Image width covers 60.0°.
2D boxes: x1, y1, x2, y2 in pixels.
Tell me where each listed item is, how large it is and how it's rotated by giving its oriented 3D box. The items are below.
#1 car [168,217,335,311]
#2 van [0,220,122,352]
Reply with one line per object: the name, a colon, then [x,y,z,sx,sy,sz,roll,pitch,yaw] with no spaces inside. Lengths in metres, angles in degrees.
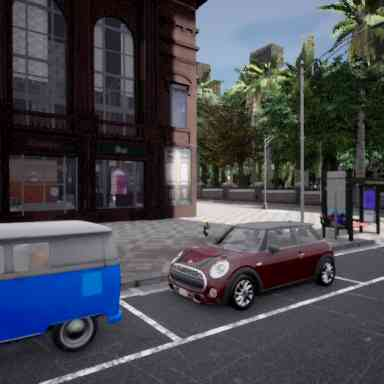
car: [1.445,1.437,7.689,4.097,1.590,1.967,0,0,-36]
van: [-2.970,1.341,4.536,3.998,1.788,1.690,0,0,-36]
